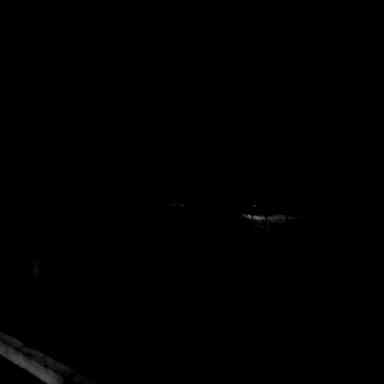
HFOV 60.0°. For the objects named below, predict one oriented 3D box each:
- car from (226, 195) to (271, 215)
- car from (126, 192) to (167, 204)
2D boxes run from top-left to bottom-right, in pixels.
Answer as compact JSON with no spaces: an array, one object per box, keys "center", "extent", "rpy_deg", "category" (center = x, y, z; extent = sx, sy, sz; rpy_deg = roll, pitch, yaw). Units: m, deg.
[{"center":[4.719,1.071,28.299],"extent":[1.882,1.535,5.008],"rpy_deg":[1,0,-23],"category":"car"},{"center":[-5.437,0.785,40.341],"extent":[5.008,1.535,1.882],"rpy_deg":[1,1,6],"category":"car"}]
